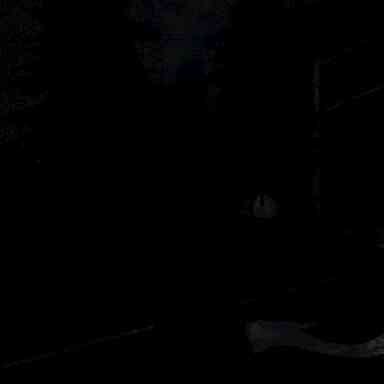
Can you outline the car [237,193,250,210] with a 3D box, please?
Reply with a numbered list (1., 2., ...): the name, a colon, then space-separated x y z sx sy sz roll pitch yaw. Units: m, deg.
1. car: 2.467 1.232 26.358 2.150 2.045 5.566 0 0 -36
